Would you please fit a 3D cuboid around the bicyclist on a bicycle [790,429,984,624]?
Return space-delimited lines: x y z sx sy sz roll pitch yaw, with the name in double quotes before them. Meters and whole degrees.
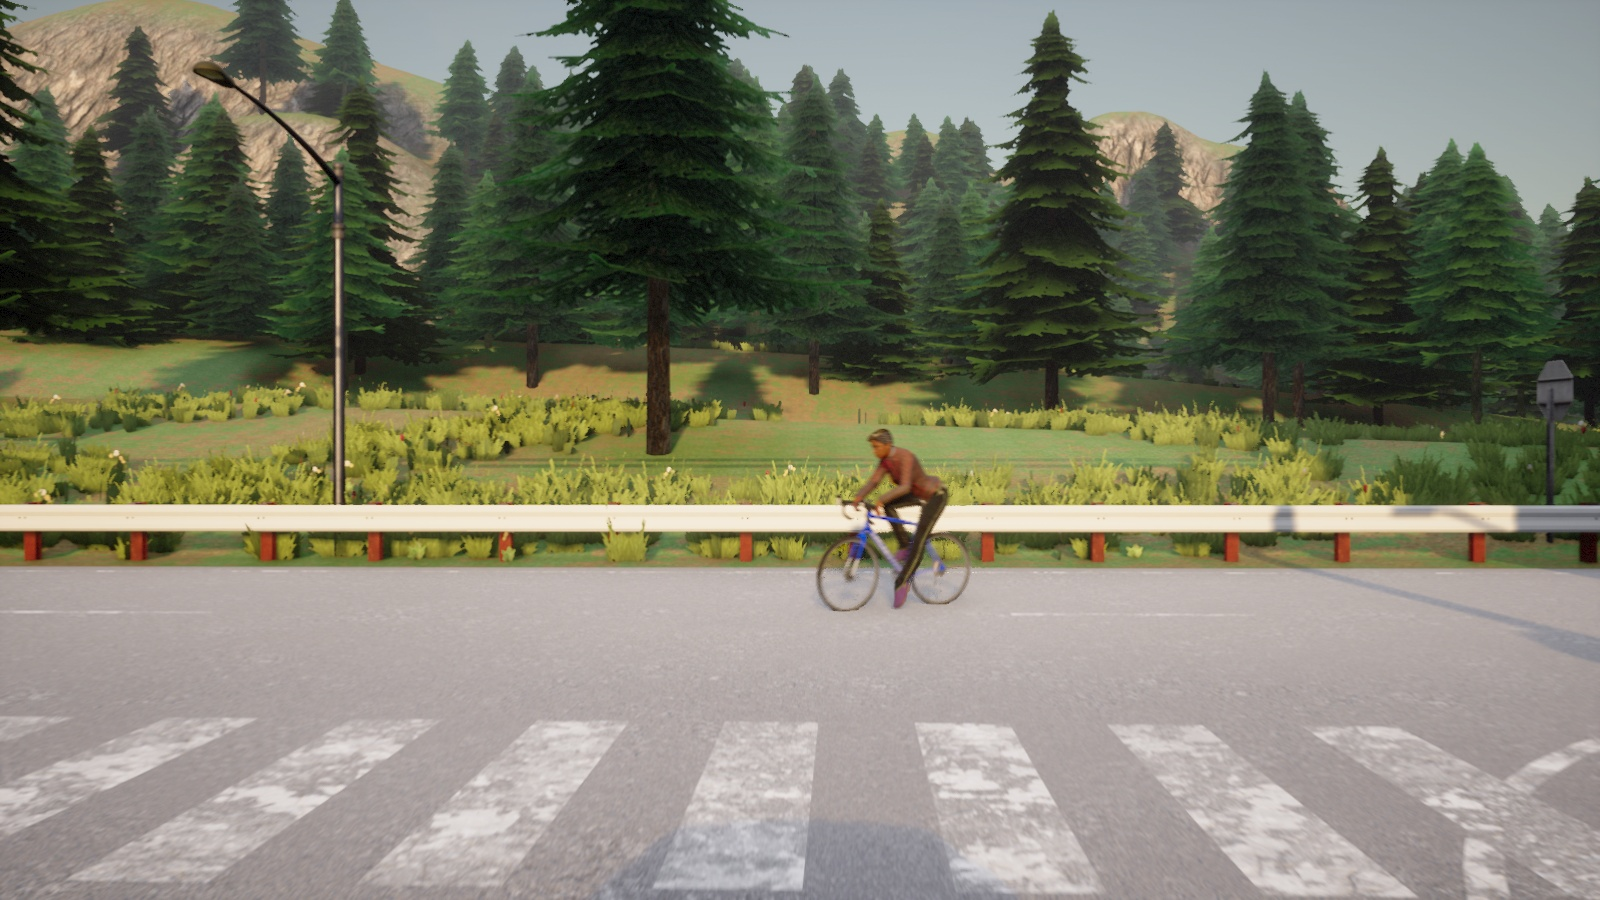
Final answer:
"bicyclist on a bicycle" 0.785 0.634 11.183 1.656 1.620 0.582 -1 2 -28
